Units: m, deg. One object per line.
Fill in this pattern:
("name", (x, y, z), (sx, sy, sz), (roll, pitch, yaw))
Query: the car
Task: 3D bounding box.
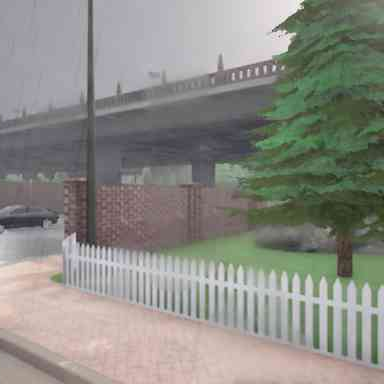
("car", (-10.454, 1.557, 19.901), (1.837, 1.490, 4.892), (0, 0, 34))
